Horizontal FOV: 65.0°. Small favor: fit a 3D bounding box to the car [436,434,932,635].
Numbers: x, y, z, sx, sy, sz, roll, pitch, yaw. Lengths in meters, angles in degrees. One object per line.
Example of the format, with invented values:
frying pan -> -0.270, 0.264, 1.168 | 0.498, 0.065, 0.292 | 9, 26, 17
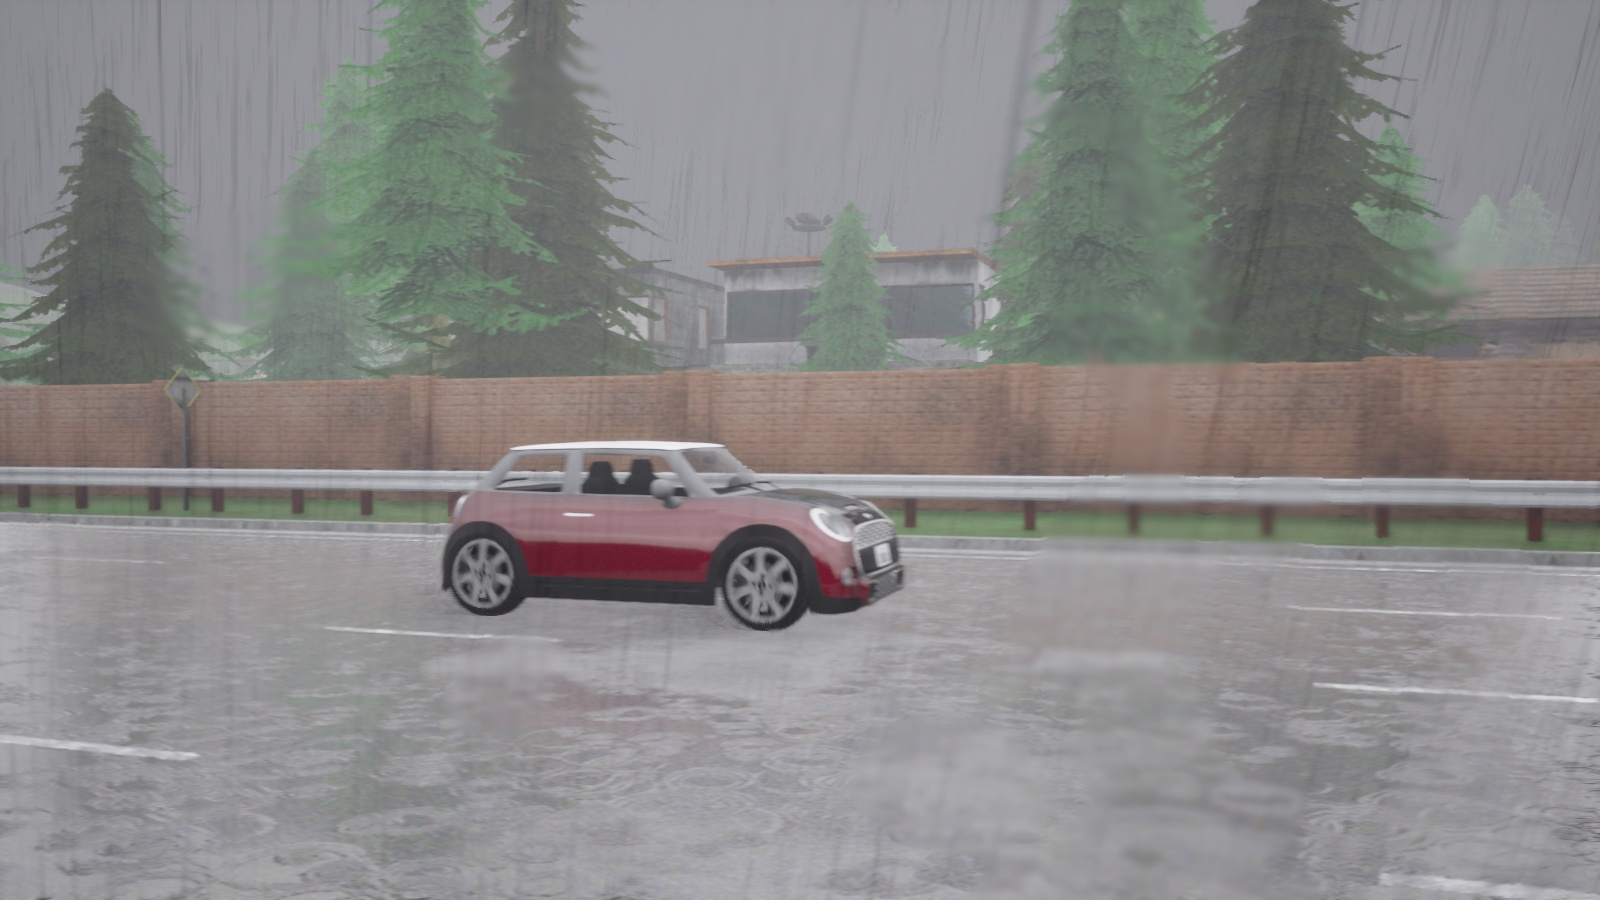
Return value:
car -> -0.941, 0.609, 10.894 | 3.806, 1.475, 1.970 | 1, 1, 19
